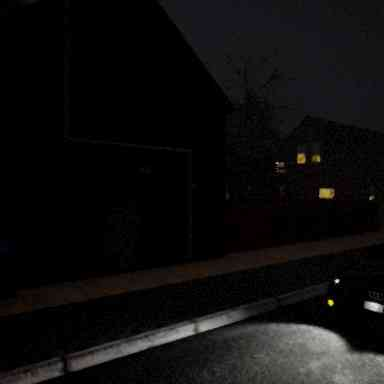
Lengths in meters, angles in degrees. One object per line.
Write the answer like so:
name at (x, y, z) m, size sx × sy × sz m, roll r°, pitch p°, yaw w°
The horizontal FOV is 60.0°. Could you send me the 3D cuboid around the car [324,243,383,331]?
car at (4.347, 1.539, 6.167) m, size 4.181 × 1.385 × 1.994 m, roll 0°, pitch 0°, yaw -36°
